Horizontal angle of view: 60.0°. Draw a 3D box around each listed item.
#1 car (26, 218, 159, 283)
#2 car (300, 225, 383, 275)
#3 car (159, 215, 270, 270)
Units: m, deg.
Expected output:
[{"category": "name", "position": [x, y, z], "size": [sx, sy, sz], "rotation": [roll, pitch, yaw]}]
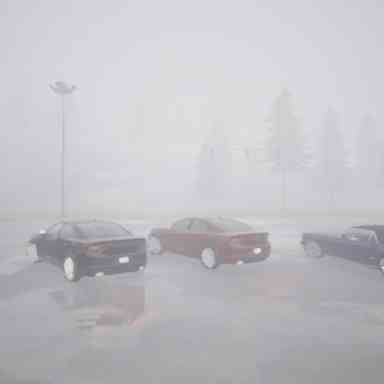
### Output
[{"category": "car", "position": [-3.321, 1.524, 10.012], "size": [1.882, 1.535, 5.008], "rotation": [2, -1, -42]}, {"category": "car", "position": [5.486, 1.649, 10.200], "size": [1.895, 1.301, 4.718], "rotation": [0, 0, -21]}, {"category": "car", "position": [0.344, 1.531, 11.434], "size": [1.882, 1.535, 5.008], "rotation": [1, -1, -38]}]
